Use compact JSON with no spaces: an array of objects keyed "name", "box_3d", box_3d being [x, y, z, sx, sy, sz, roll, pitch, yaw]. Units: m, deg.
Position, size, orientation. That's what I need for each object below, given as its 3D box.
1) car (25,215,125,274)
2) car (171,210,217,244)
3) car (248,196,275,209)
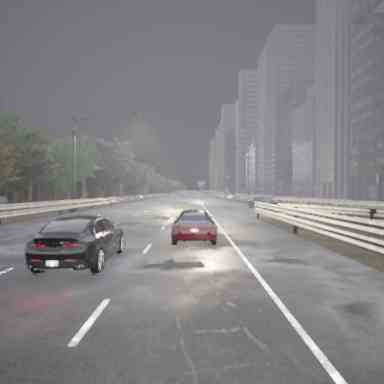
[{"name":"car","box_3d":[-3.400,1.481,10.505,1.837,1.490,4.892,0,0,0]},{"name":"car","box_3d":[0.097,1.530,15.587,1.994,1.385,4.181,0,0,0]},{"name":"car","box_3d":[8.536,1.301,41.182,2.097,1.767,4.553,0,0,-12]}]
